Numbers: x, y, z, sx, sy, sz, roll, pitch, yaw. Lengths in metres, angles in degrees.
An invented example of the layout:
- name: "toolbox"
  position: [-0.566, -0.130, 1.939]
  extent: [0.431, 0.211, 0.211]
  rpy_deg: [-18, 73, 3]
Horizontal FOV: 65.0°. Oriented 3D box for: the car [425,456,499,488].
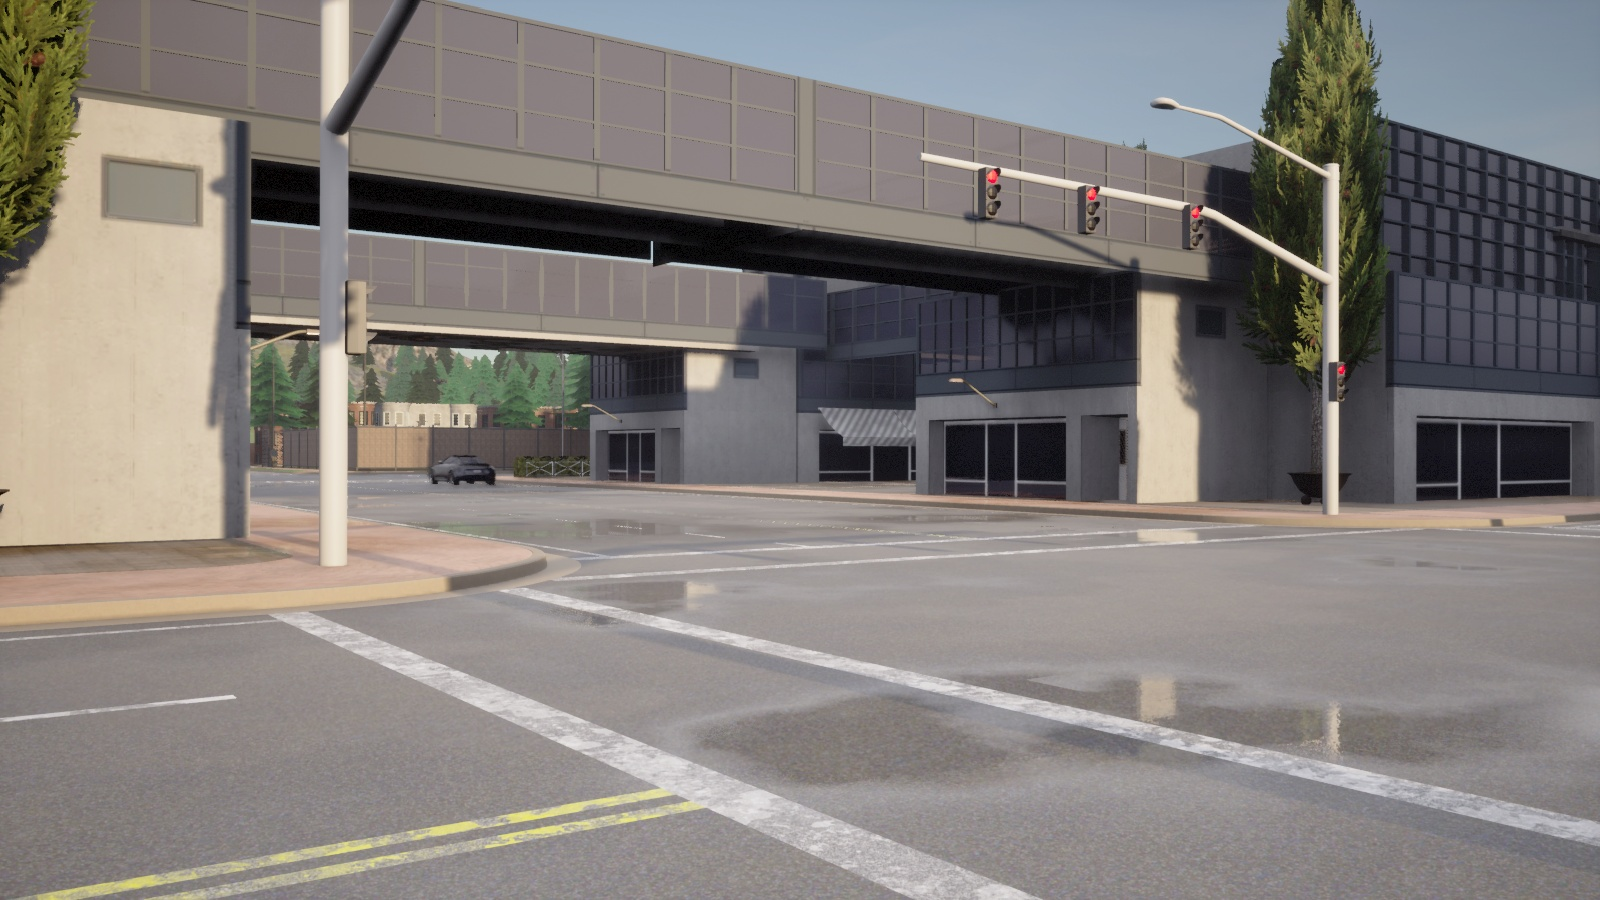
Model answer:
- name: "car"
  position: [-15.599, 0.983, 57.827]
  extent: [1.994, 1.385, 4.181]
  rpy_deg: [0, 0, -35]
